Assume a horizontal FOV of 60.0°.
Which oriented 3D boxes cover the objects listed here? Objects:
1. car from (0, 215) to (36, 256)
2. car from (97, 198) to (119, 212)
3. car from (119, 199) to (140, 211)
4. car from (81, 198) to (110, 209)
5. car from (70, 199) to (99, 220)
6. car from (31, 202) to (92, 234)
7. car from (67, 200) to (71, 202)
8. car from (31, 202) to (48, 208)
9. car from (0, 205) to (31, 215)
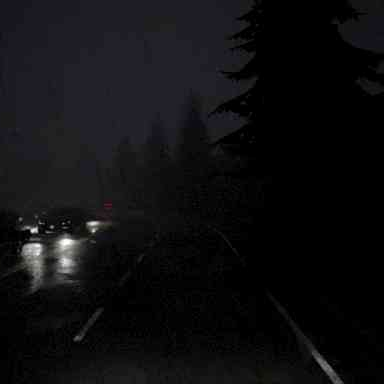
[{"bbox_3d":[-7.179,1.660,10.798,1.895,1.301,4.718,0,0,-1],"label":"car"},{"bbox_3d":[-11.399,1.719,42.050,1.837,1.490,4.892,0,0,-35],"label":"car"},{"bbox_3d":[-8.549,1.713,44.078,2.128,1.511,4.902,0,0,-35],"label":"car"},{"bbox_3d":[-15.097,1.757,52.073,4.902,1.511,2.128,0,0,43],"label":"car"},{"bbox_3d":[-9.648,1.630,29.728,1.882,1.535,5.008,0,0,-19],"label":"car"},{"bbox_3d":[-7.606,1.608,19.899,1.837,1.490,4.892,0,0,-6],"label":"car"},{"bbox_3d":[-17.923,1.858,49.936,4.718,1.301,1.895,0,0,43],"label":"car"},{"bbox_3d":[-12.734,1.638,27.904,2.128,1.511,4.902,0,0,-18],"label":"car"},{"bbox_3d":[-10.944,1.588,17.948,2.128,1.511,4.902,0,0,-4],"label":"car"}]
